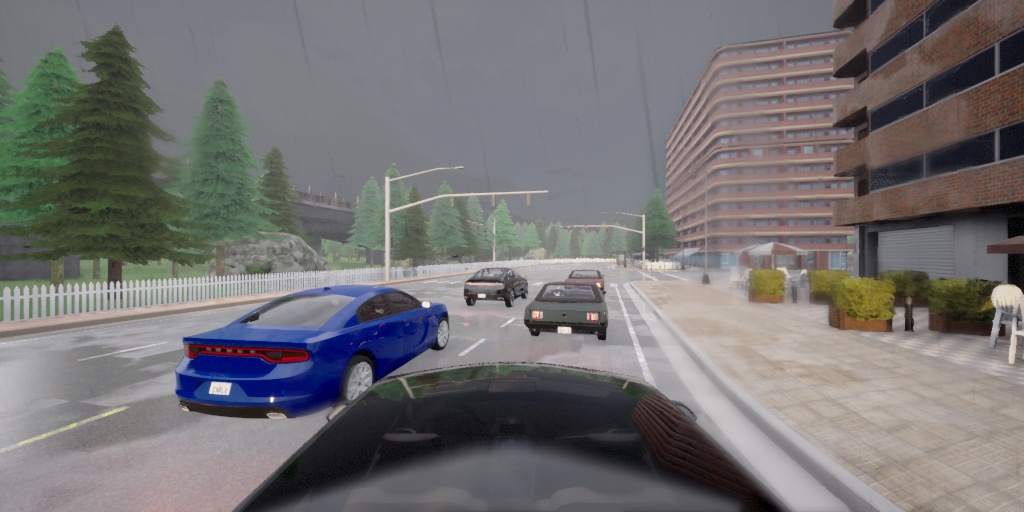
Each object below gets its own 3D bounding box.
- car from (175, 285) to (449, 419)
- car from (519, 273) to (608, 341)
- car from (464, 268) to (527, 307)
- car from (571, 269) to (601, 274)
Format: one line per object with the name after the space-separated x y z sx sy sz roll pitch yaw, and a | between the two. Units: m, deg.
-2.630 1.228 6.177 1.882 1.535 5.008 0 0 10 | car
1.685 1.351 10.070 1.895 1.301 4.718 0 0 14 | car
-0.534 1.242 15.437 2.128 1.511 4.902 0 0 14 | car
3.928 1.351 18.949 1.895 1.301 4.718 0 0 14 | car
